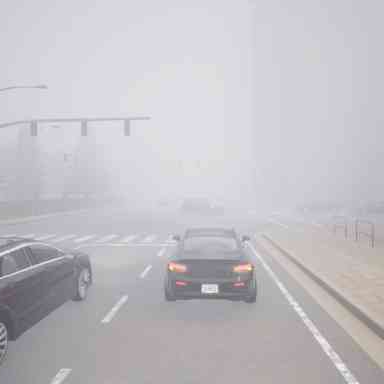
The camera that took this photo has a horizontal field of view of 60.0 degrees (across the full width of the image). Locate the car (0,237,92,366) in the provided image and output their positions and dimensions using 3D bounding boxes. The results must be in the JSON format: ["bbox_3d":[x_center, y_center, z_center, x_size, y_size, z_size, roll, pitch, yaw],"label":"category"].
[{"bbox_3d":[-3.214,1.492,5.466,2.128,1.511,4.902,0,0,4],"label":"car"}]

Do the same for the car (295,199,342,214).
[{"bbox_3d":[13.828,1.560,36.493,4.892,1.490,1.837,0,0,3],"label":"car"}]

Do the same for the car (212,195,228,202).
[{"bbox_3d":[6.376,1.524,75.310,1.812,1.442,4.674,0,0,28],"label":"car"}]

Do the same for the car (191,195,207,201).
[{"bbox_3d":[1.747,1.552,81.295,1.994,1.385,4.181,0,0,33],"label":"car"}]

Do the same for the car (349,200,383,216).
[{"bbox_3d":[18.082,1.560,32.787,4.892,1.490,1.837,0,0,2],"label":"car"}]

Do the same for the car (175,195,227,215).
[{"bbox_3d":[0.953,1.385,32.197,4.553,1.767,2.097,0,0,41],"label":"car"}]

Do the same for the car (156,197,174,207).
[{"bbox_3d":[-4.331,1.563,51.446,1.994,1.385,4.181,0,0,3],"label":"car"}]

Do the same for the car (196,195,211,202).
[{"bbox_3d":[2.600,1.524,75.546,1.812,1.442,4.674,0,0,24],"label":"car"}]

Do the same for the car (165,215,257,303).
[{"bbox_3d":[0.456,1.526,8.119,1.812,1.442,4.674,0,0,4],"label":"car"}]
